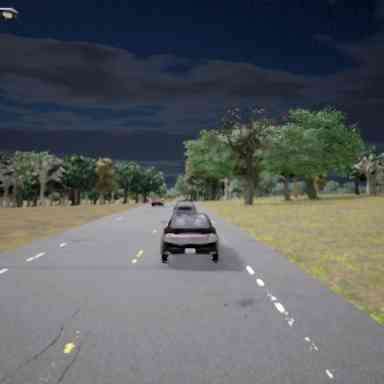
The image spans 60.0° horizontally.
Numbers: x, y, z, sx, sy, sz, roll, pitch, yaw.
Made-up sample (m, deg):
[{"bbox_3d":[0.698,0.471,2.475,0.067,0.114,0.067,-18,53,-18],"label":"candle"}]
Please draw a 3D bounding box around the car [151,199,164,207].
[{"bbox_3d":[-5.226,1.659,50.789,1.895,1.301,4.718,0,-1,-2],"label":"car"}]

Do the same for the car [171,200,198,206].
[{"bbox_3d":[-0.607,1.451,27.146,1.837,1.490,4.892,0,1,-2],"label":"car"}]

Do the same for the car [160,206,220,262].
[{"bbox_3d":[-0.094,1.475,12.007,2.128,1.511,4.902,0,0,-1],"label":"car"}]
